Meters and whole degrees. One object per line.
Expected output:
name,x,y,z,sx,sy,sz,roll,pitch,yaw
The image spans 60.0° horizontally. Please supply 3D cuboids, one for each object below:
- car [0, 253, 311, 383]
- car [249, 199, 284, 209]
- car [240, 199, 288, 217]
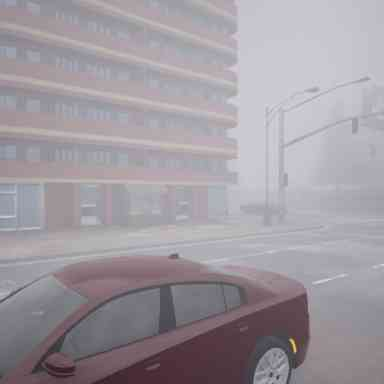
car,-0.881,1.478,3.363,5.008,1.535,1.882,0,0,-36
car,10.148,1.601,45.725,1.895,1.301,4.718,0,0,-36
car,6.884,1.601,32.055,1.895,1.301,4.718,0,0,-36
